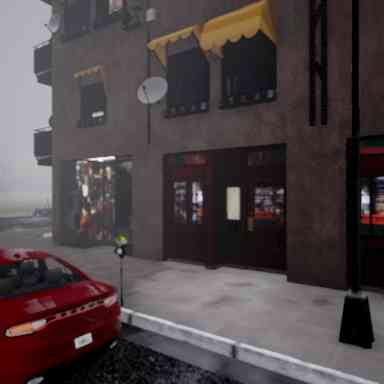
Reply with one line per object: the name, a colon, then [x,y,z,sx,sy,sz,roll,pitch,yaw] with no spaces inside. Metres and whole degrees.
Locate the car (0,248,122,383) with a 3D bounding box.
car: [-3.038,1.543,5.060,4.507,1.381,1.887,0,0,36]

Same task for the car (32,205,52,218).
car: [-10.054,1.329,27.132,2.033,1.411,5.357,0,1,35]
